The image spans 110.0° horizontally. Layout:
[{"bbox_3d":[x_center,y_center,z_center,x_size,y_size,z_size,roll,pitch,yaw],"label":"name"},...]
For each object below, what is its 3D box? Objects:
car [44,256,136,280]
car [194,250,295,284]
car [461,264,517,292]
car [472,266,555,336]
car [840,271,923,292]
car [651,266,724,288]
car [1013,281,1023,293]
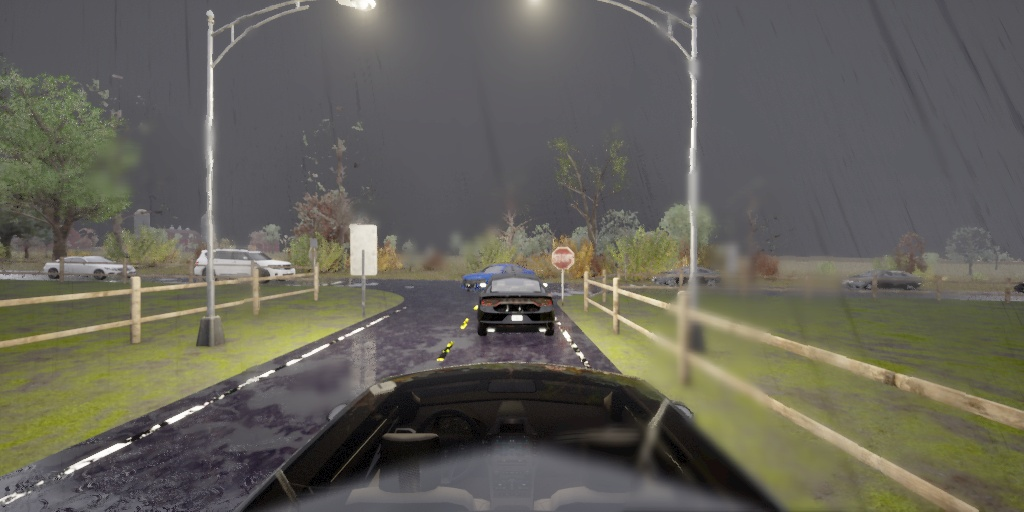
[{"bbox_3d":[-27.209,0.728,23.149,4.674,1.442,1.812,1,1,0],"label":"car"},{"bbox_3d":[-17.161,0.642,23.147,5.566,2.045,2.150,1,1,0],"label":"car"},{"bbox_3d":[-0.708,1.213,20.551,1.882,1.535,5.008,0,0,39],"label":"car"},{"bbox_3d":[0.064,1.225,10.429,1.882,1.535,5.008,0,0,-1],"label":"car"},{"bbox_3d":[26.748,1.818,26.085,4.902,1.511,2.128,1,1,0],"label":"car"},{"bbox_3d":[12.729,1.517,26.092,4.902,1.511,2.128,1,1,0],"label":"car"},{"bbox_3d":[39.800,2.106,26.056,4.892,1.490,1.837,1,1,0],"label":"car"}]
